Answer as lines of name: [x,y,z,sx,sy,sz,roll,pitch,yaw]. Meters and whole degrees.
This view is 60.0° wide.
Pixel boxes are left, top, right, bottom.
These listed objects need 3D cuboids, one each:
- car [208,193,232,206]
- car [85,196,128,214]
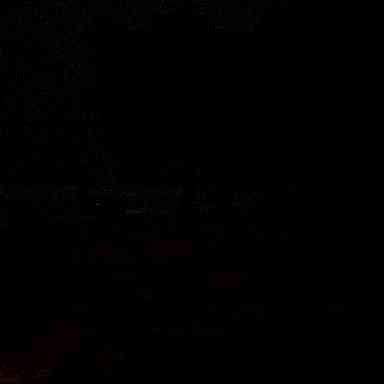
car: [4.772,1.243,56.602,2.150,2.045,5.566,3,2,31]
car: [-8.858,1.322,35.040,2.097,1.767,4.553,3,2,33]
